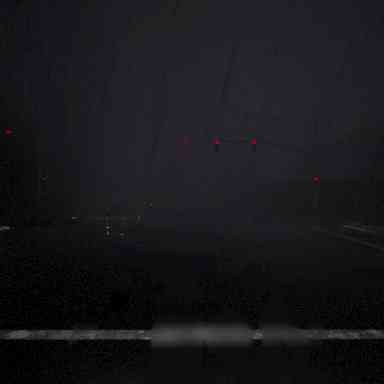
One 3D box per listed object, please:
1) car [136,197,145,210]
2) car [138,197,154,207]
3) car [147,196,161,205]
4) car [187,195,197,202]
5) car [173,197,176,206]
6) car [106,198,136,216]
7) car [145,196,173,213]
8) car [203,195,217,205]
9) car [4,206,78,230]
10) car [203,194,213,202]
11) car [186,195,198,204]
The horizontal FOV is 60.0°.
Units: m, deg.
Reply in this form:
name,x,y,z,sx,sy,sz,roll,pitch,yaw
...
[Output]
name,x,y,z,sx,sy,sz,roll,pitch,yaw
car,-7.082,1.478,42.191,1.882,1.535,5.008,0,0,0
car,-7.076,1.505,51.677,1.837,1.490,4.892,0,0,0
car,-7.046,1.492,62.085,2.128,1.511,4.902,0,0,0
car,0.021,1.413,73.882,1.994,1.385,4.181,0,0,0
car,-3.581,1.564,45.562,1.994,1.385,4.181,0,0,0
car,-7.085,1.526,32.897,1.812,1.442,4.674,0,0,0
car,-3.578,1.352,36.992,2.097,1.767,4.553,0,0,0
car,3.612,1.548,60.917,2.033,1.411,5.357,0,0,1
car,-9.444,1.599,20.940,4.181,1.385,1.994,0,0,0
car,3.523,1.355,74.460,2.097,1.767,4.553,0,0,0
car,0.018,1.505,63.773,1.837,1.490,4.892,0,0,0
